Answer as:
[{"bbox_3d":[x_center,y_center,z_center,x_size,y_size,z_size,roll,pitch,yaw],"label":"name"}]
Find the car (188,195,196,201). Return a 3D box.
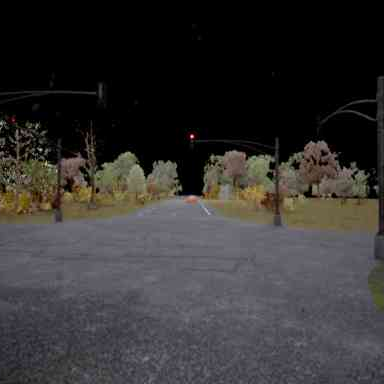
[{"bbox_3d":[0.043,1.411,78.139,1.812,1.442,4.674,0,0,0],"label":"car"}]

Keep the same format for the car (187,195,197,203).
[{"bbox_3d":[0.038,1.390,68.104,2.097,1.767,4.553,0,0,0],"label":"car"}]
